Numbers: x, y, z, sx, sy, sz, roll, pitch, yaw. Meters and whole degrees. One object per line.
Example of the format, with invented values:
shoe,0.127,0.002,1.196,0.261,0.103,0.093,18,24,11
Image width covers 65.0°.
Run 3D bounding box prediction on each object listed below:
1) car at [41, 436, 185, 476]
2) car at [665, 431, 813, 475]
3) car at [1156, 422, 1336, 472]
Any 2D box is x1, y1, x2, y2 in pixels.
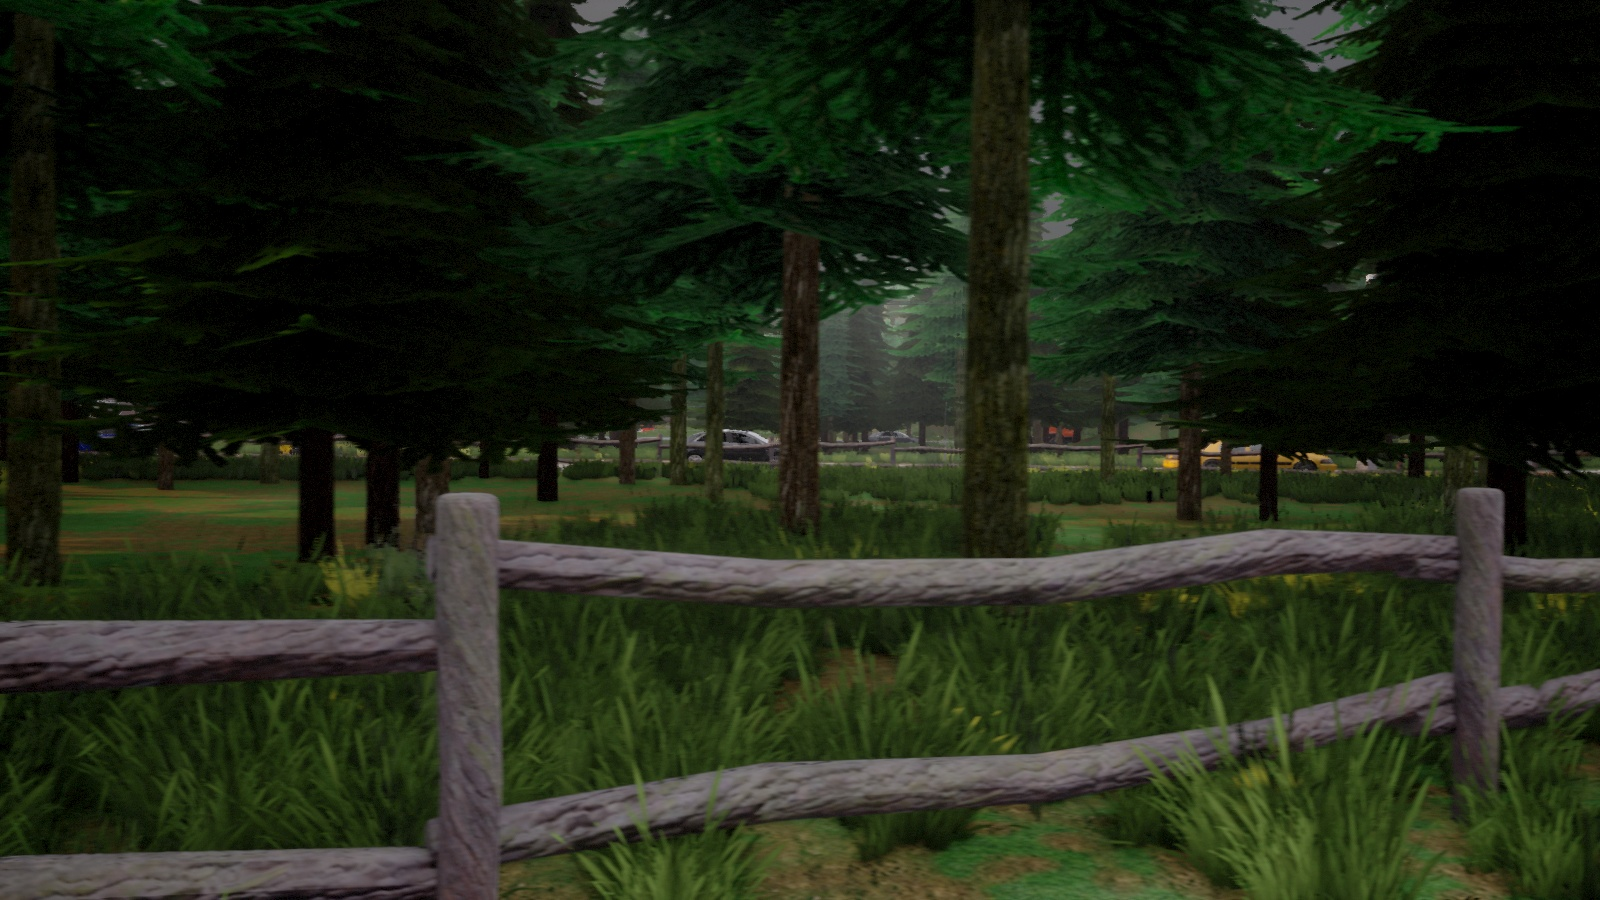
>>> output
car,-27.906,0.224,51.051,5.008,1.535,1.882,0,1,9
car,-2.099,0.094,43.889,4.892,1.490,1.837,-1,1,8
car,14.707,-0.119,41.671,5.366,1.575,1.801,-1,1,7
